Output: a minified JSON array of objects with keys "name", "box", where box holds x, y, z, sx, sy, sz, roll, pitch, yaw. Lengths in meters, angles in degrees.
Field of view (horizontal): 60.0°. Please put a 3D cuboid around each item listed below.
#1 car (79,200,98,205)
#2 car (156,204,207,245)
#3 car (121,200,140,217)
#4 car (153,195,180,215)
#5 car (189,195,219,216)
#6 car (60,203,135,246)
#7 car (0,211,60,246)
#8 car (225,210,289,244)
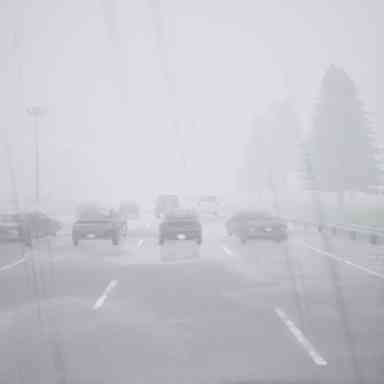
[{"name":"car","box":[-9.318,1.492,30.325,2.128,1.511,4.902,0,0,-9]},{"name":"car","box":[-0.600,1.514,15.559,1.837,1.490,4.892,0,0,-4]},{"name":"car","box":[-5.858,1.492,30.851,2.128,1.511,4.902,0,0,-9]},{"name":"car","box":[-2.402,1.255,31.407,2.150,2.045,5.566,0,0,-9]},{"name":"car","box":[1.058,1.255,31.933,2.150,2.045,5.566,0,0,-9]},{"name":"car","box":[-4.090,1.492,15.295,2.128,1.511,4.902,0,0,-4]},{"name":"car","box":[-7.580,1.560,15.031,2.033,1.411,5.357,0,0,-4]},{"name":"car","box":[2.890,1.560,15.823,2.033,1.411,5.357,0,0,-4]}]
